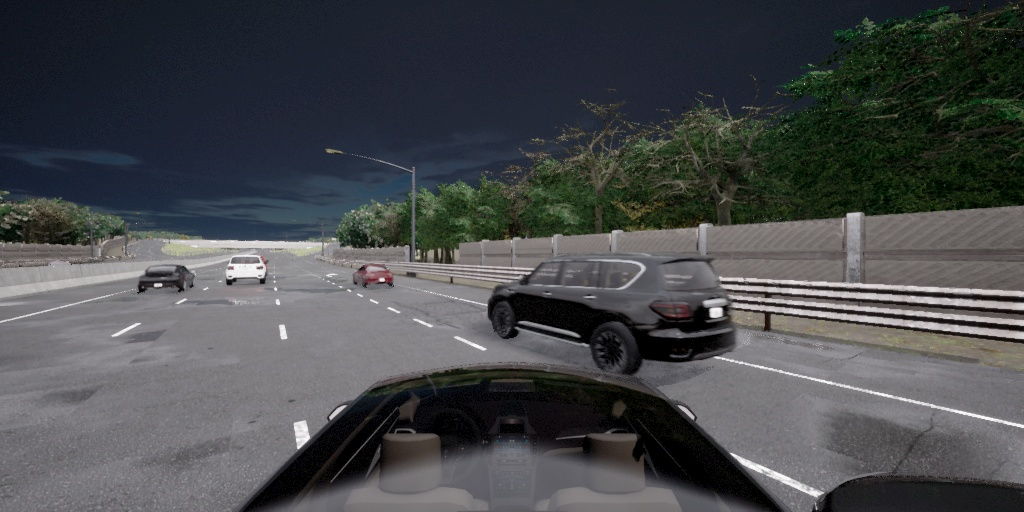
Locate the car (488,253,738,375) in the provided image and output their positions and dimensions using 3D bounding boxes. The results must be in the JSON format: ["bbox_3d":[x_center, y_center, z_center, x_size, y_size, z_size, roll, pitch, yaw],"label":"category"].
[{"bbox_3d":[1.618,0.969,7.700,2.150,2.045,5.566,0,0,-34],"label":"car"}]

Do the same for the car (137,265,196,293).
[{"bbox_3d":[-19.897,1.246,20.789,1.837,1.490,4.892,0,1,-34],"label":"car"}]

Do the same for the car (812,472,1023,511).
[{"bbox_3d":[2.987,1.315,0.391,4.181,1.385,1.994,0,0,34],"label":"car"}]

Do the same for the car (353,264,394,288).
[{"bbox_3d":[-9.201,1.268,23.702,1.812,1.442,4.674,0,0,-34],"label":"car"}]

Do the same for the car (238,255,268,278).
[{"bbox_3d":[-25.266,0.947,35.095,2.150,2.045,5.566,0,0,-34],"label":"car"}]

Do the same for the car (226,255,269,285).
[{"bbox_3d":[-19.273,0.957,26.139,2.150,2.045,5.566,0,0,-34],"label":"car"}]

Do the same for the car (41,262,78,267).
[{"bbox_3d":[-40.291,1.243,32.029,1.812,1.442,4.674,0,0,-34],"label":"car"}]
